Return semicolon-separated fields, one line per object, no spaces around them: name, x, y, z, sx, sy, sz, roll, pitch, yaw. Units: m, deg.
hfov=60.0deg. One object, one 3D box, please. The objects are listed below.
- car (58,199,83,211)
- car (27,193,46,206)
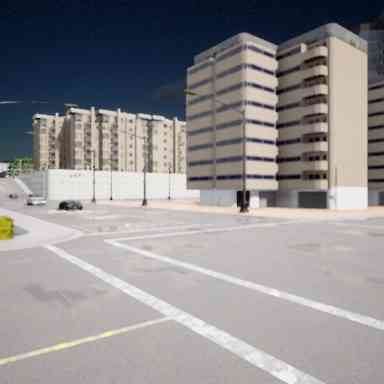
car;-14.479;1.553;39.597;1.994;1.385;4.181;0;0;-36
car;-25.938;1.270;55.327;2.150;2.045;5.566;0;0;-36
